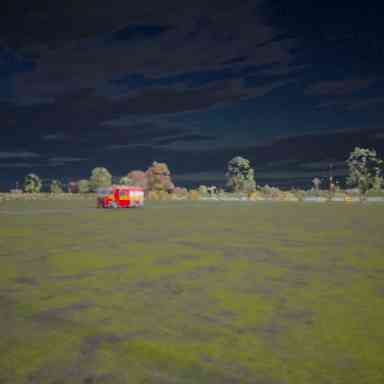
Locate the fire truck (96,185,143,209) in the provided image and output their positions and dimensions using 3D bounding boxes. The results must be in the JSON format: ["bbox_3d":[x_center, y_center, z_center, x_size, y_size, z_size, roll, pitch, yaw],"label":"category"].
[{"bbox_3d":[-12.137,0.829,56.699,2.891,3.827,8.468,-1,-1,35],"label":"fire truck"}]
